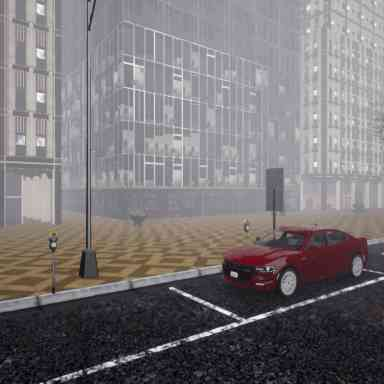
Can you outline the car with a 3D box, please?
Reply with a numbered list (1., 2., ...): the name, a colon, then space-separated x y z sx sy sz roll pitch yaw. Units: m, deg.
1. car: 2.743 1.545 8.529 4.507 1.381 1.887 0 0 -36
